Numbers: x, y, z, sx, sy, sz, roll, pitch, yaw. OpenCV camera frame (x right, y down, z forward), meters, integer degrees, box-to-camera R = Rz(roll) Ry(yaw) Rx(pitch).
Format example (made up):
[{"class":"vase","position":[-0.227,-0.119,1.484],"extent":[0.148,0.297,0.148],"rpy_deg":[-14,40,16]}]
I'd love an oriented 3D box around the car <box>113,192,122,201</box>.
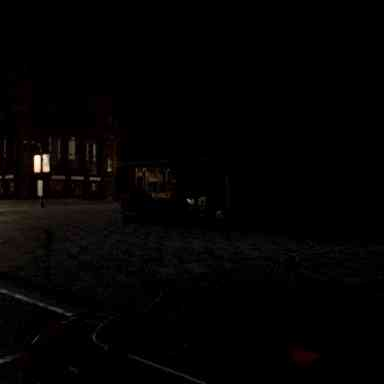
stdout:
[{"class":"car","position":[-11.307,0.710,57.305],"extent":[2.097,1.767,4.553],"rpy_deg":[1,1,36]}]

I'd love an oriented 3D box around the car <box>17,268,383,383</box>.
[{"class":"car","position":[0.254,1.438,2.892],"extent":[4.097,1.590,1.967],"rpy_deg":[0,0,36]}]

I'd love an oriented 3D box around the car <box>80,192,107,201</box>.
[{"class":"car","position":[-17.662,0.809,59.695],"extent":[1.882,1.535,5.008],"rpy_deg":[1,1,36]}]
